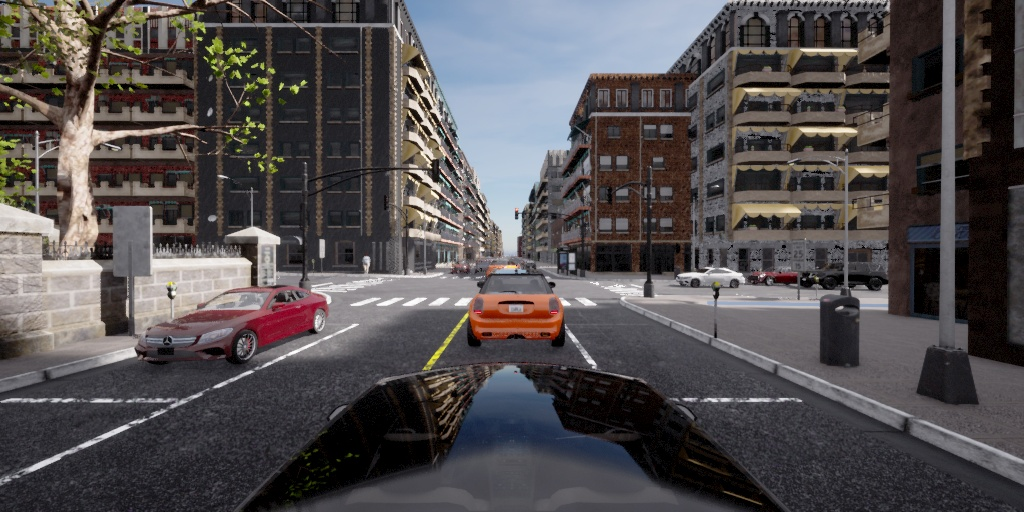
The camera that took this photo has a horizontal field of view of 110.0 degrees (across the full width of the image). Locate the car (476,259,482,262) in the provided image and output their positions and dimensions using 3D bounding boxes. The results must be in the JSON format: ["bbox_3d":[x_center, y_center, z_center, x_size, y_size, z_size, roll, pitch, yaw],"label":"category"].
[{"bbox_3d":[-3.160,1.312,41.004,1.994,1.385,4.181,0,0,0],"label":"car"}]

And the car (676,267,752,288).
[{"bbox_3d":[14.474,1.549,26.234,4.674,1.442,1.812,1,0,-2],"label":"car"}]

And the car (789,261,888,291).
[{"bbox_3d":[24.216,1.417,26.364,5.566,2.045,2.150,1,0,-1],"label":"car"}]

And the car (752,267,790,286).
[{"bbox_3d":[21.334,1.570,28.889,4.097,1.591,1.967,0,0,-1],"label":"car"}]

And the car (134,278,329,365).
[{"bbox_3d":[-5.700,1.331,7.995,1.802,1.307,4.207,0,0,0],"label":"car"}]

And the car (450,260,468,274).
[{"bbox_3d":[-5.756,1.187,40.406,1.967,1.591,4.097,0,0,0],"label":"car"}]

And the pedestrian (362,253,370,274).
[{"bbox_3d":[-12.764,0.651,31.386,0.375,1.860,0.375,0,-1,-1],"label":"pedestrian"}]

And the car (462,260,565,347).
[{"bbox_3d":[0.113,1.101,9.507,2.097,1.767,4.553,0,0,1],"label":"car"}]

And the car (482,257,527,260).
[{"bbox_3d":[-0.595,1.100,31.924,2.097,1.767,4.553,0,0,19],"label":"car"}]
